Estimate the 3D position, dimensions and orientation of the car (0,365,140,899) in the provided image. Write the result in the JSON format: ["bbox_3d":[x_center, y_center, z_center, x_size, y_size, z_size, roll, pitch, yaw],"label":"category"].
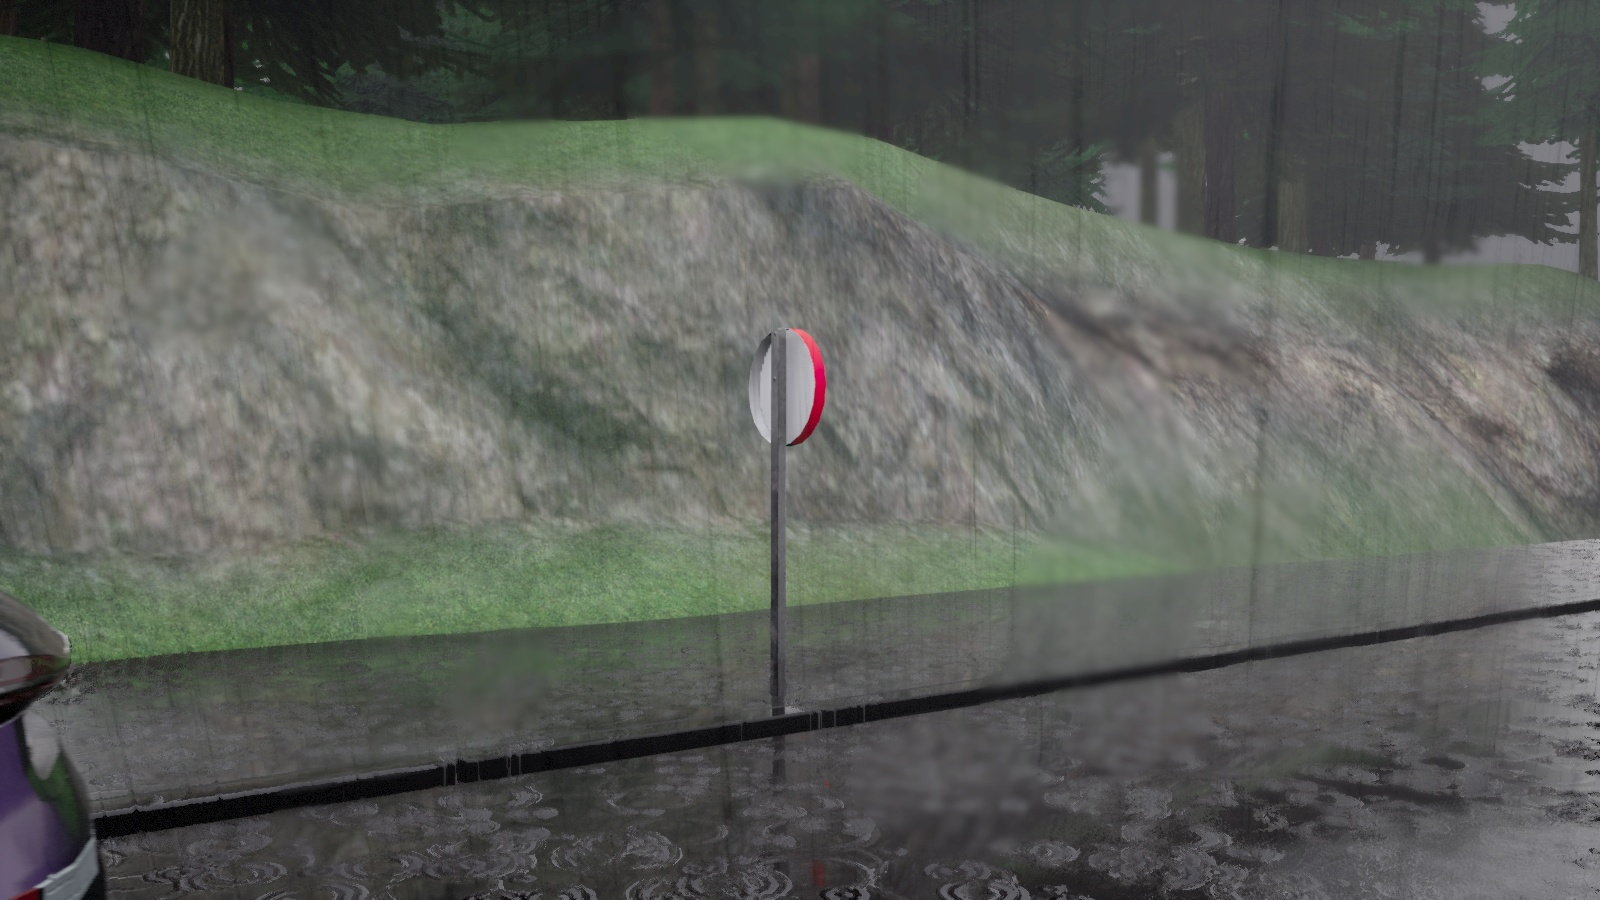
[{"bbox_3d":[-3.740,0.687,1.666,4.856,1.649,2.033,0,0,-35],"label":"car"}]
